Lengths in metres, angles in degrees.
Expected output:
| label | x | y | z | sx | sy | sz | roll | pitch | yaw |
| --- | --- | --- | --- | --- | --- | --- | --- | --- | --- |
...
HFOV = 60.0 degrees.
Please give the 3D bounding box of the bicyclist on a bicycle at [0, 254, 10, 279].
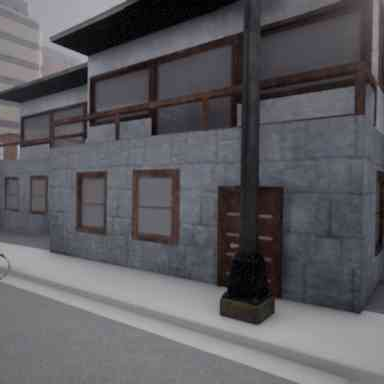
| label | x | y | z | sx | sy | sz | roll | pitch | yaw |
| --- | --- | --- | --- | --- | --- | --- | --- | --- | --- |
| bicyclist on a bicycle | -5.099 | 1.383 | 7.764 | 0.582 | 1.620 | 1.656 | 0 | 0 | 36 |
